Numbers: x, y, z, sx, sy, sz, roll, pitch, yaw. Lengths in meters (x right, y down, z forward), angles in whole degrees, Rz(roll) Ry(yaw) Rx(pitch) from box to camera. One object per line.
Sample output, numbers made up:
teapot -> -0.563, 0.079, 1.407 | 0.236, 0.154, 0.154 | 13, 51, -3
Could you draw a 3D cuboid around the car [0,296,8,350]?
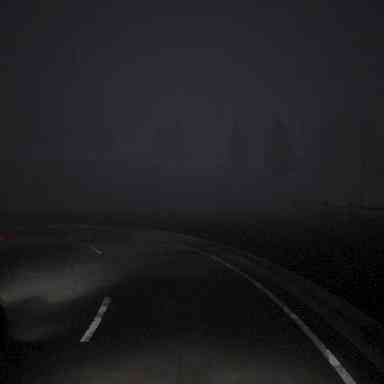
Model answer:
car -> -3.292, 1.492, 2.414 | 2.128, 1.511, 4.902 | 0, 0, -1
